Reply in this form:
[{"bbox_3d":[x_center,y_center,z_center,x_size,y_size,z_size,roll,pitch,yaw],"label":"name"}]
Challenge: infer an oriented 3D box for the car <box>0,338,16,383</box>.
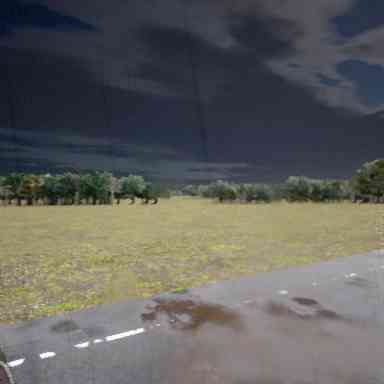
[{"bbox_3d":[-3.365,1.345,1.593,4.553,1.767,2.097,0,0,-35],"label":"car"}]
